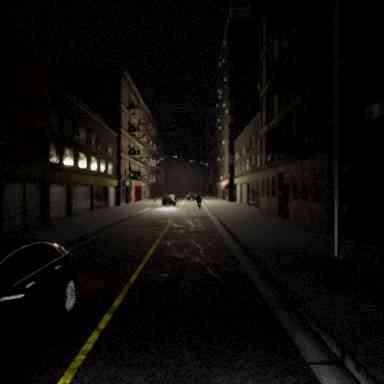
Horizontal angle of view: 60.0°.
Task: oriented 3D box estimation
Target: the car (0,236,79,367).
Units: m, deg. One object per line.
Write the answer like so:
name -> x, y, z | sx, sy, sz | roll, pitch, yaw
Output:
car -> -3.100, 1.485, 4.646 | 1.837, 1.490, 4.892 | 0, 0, 0

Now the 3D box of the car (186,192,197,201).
car -> -0.015, 1.030, 66.312 | 1.812, 1.442, 4.674 | 0, 1, 0

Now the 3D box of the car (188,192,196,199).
car -> -0.018, 0.842, 79.046 | 1.882, 1.535, 5.008 | 0, 1, 0

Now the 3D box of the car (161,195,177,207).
car -> -3.095, 1.194, 45.543 | 2.128, 1.511, 4.902 | 0, 1, 0

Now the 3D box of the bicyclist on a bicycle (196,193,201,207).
bicyclist on a bicycle -> 0.815, 1.086, 44.228 | 0.659, 1.776, 1.843 | 0, 1, 0

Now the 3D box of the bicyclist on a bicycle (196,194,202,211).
bicyclist on a bicycle -> 0.817, 1.239, 35.160 | 0.582, 1.620, 1.656 | 0, 0, 0
